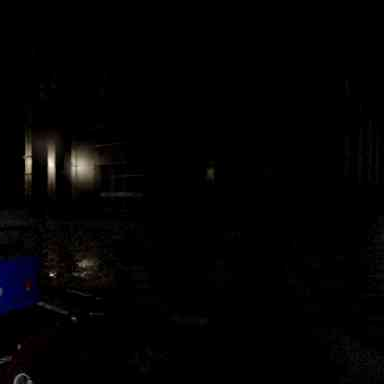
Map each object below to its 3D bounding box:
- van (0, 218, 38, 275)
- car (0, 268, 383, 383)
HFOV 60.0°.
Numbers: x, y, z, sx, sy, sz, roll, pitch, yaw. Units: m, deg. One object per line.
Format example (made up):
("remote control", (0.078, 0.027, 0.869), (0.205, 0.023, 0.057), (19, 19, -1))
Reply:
("van", (-4.551, 1.323, 6.208), (3.998, 1.788, 1.690), (0, 0, 35))
("car", (0.073, 1.578, 2.912), (4.206, 1.307, 1.802), (0, 0, 35))
